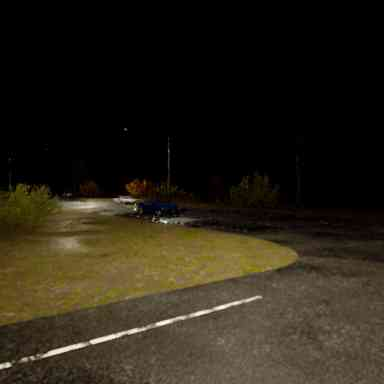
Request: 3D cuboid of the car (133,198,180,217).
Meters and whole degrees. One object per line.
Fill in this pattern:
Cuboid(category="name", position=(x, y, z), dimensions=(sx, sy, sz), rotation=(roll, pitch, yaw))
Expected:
Cuboid(category="car", position=(-3.003, 1.307, 29.350), dimensions=(1.882, 1.535, 5.008), rotation=(0, 1, -37))

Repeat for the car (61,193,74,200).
Cuboid(category="car", position=(-27.443, 1.045, 73.274), dimensions=(2.128, 1.511, 4.902), rotation=(0, 1, -37))

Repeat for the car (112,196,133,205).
Cuboid(category="car", position=(-10.559, 1.280, 50.945), dimensions=(1.895, 1.301, 4.718), rotation=(0, 1, -37))
